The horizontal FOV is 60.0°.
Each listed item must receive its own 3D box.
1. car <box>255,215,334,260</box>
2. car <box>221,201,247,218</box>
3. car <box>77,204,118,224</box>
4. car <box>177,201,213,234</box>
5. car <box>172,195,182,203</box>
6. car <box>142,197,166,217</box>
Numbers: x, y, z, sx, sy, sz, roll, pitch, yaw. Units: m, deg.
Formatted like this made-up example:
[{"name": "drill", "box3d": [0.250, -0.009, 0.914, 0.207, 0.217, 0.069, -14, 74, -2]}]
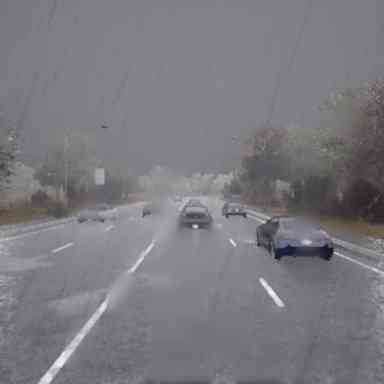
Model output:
[{"name": "car", "box3d": [3.654, 1.566, 12.545, 1.994, 1.385, 4.181, 0, 0, 0]}, {"name": "car", "box3d": [3.738, 1.547, 30.106, 2.033, 1.411, 5.357, 0, 0, 0]}, {"name": "car", "box3d": [-6.988, 1.592, 24.901, 1.895, 1.301, 4.718, 0, 0, 0]}, {"name": "car", "box3d": [0.185, 1.503, 19.381, 1.837, 1.490, 4.892, 0, 0, 0]}, {"name": "car", "box3d": [-3.157, 1.459, 71.541, 1.882, 1.535, 5.008, 0, 0, 0]}, {"name": "car", "box3d": [-3.454, 1.498, 30.817, 1.837, 1.490, 4.892, 0, 0, 0]}]
